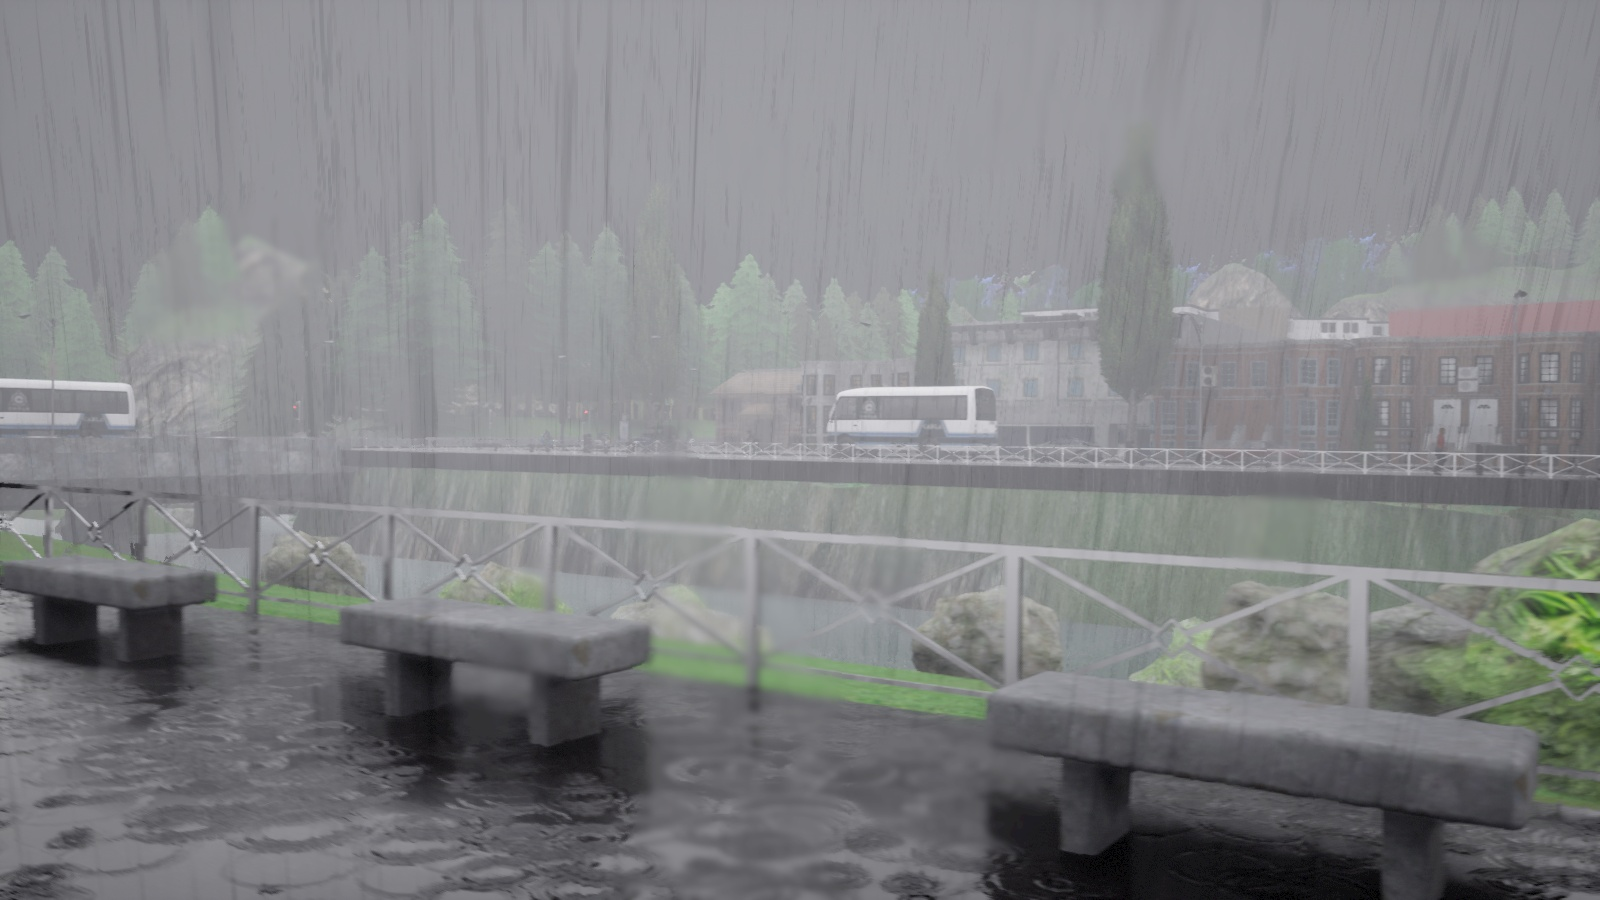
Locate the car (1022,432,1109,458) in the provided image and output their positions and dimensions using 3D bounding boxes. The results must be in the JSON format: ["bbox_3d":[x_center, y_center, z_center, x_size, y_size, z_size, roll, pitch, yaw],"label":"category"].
[{"bbox_3d":[14.481,-0.272,68.620,4.181,1.385,1.994,0,1,34],"label":"car"}]

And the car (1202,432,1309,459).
[{"bbox_3d":[22.851,-0.236,63.066,4.718,1.301,1.895,0,1,34],"label":"car"}]

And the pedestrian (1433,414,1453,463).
[{"bbox_3d":[24.326,-0.427,47.494,0.636,1.846,0.331,0,1,34],"label":"pedestrian"}]

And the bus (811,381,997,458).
[{"bbox_3d":[6.066,-1.713,74.180,10.273,4.253,3.944,0,1,33],"label":"bus"}]

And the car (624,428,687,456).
[{"bbox_3d":[-9.760,-0.540,84.711,3.866,1.878,1.905,0,1,34],"label":"car"}]

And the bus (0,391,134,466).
[{"bbox_3d":[-45.846,-1.250,74.730,3.944,4.253,10.273,0,1,33],"label":"bus"}]
